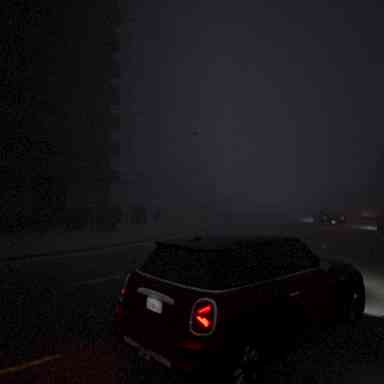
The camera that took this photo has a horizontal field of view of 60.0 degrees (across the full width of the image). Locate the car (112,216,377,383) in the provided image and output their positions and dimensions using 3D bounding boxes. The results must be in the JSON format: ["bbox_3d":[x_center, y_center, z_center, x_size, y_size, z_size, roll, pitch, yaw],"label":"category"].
[{"bbox_3d":[1.089,1.433,5.524,4.553,1.767,2.097,1,-1,-43],"label":"car"}]

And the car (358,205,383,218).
[{"bbox_3d":[18.686,2.038,33.714,5.008,1.535,1.882,1,-3,-39],"label":"car"}]

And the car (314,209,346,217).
[{"bbox_3d":[11.225,2.029,27.366,1.895,1.301,4.718,0,-1,13],"label":"car"}]

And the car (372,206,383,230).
[{"bbox_3d":[13.197,1.880,21.145,1.812,1.442,4.674,0,-1,16],"label":"car"}]
